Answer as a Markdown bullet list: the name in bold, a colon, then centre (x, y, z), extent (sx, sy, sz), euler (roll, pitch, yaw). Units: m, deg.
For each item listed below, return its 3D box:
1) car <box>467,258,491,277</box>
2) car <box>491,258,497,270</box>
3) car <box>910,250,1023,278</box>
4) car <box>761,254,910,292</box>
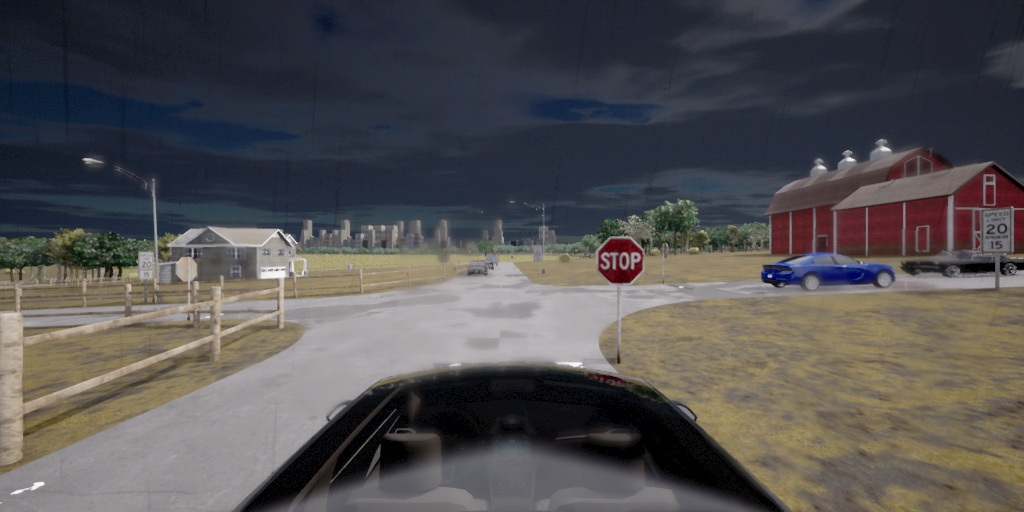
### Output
- **car**: centre (-3.364, 1.251, 35.875), extent (1.837, 1.490, 4.892), euler (0, 0, -1)
- **car**: centre (-3.588, 1.328, 51.085), extent (1.994, 1.385, 4.181), euler (0, 0, -1)
- **car**: centre (23.262, 0.397, 18.598), extent (4.718, 1.301, 1.895), euler (-2, 0, -1)
- **car**: centre (13.654, 0.633, 15.590), extent (5.008, 1.535, 1.882), euler (-2, 0, -1)
